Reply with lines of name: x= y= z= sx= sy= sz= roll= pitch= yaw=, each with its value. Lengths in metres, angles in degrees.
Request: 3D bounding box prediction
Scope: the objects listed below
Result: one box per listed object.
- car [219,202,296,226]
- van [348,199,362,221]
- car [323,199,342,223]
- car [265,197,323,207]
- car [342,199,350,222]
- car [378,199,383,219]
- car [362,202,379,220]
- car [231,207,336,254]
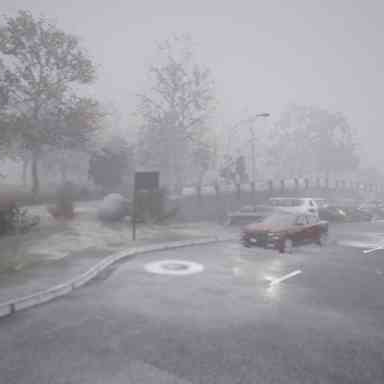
car: x=4.149 y=1.626 z=22.410 sx=4.792 sy=1.488 sz=2.163 roll=1 pitch=0 yaw=27
van: x=12.939 y=1.620 z=30.680 sx=4.442 sy=1.987 sz=1.878 roll=1 pitch=0 yaw=27
car: x=8.642 y=1.471 z=26.520 sx=5.566 sy=2.045 sz=2.435 roll=1 pitch=-1 yaw=27
car: x=6.371 y=1.408 z=24.470 sx=5.566 sy=2.045 sz=2.435 roll=1 pitch=0 yaw=27
car: x=10.801 y=1.659 z=28.596 sx=4.553 sy=1.767 sz=2.185 roll=1 pitch=-1 yaw=27
car: x=17.499 y=1.847 z=34.711 sx=4.553 sy=1.767 sz=2.185 roll=1 pitch=0 yaw=27
car: x=15.252 y=1.911 z=32.689 sx=4.892 sy=1.521 sz=2.231 roll=1 pitch=-1 yaw=27
car: x=4.079 y=1.587 z=14.226 sx=5.008 sy=1.535 sz=1.882 roll=2 pitch=0 yaw=-45
